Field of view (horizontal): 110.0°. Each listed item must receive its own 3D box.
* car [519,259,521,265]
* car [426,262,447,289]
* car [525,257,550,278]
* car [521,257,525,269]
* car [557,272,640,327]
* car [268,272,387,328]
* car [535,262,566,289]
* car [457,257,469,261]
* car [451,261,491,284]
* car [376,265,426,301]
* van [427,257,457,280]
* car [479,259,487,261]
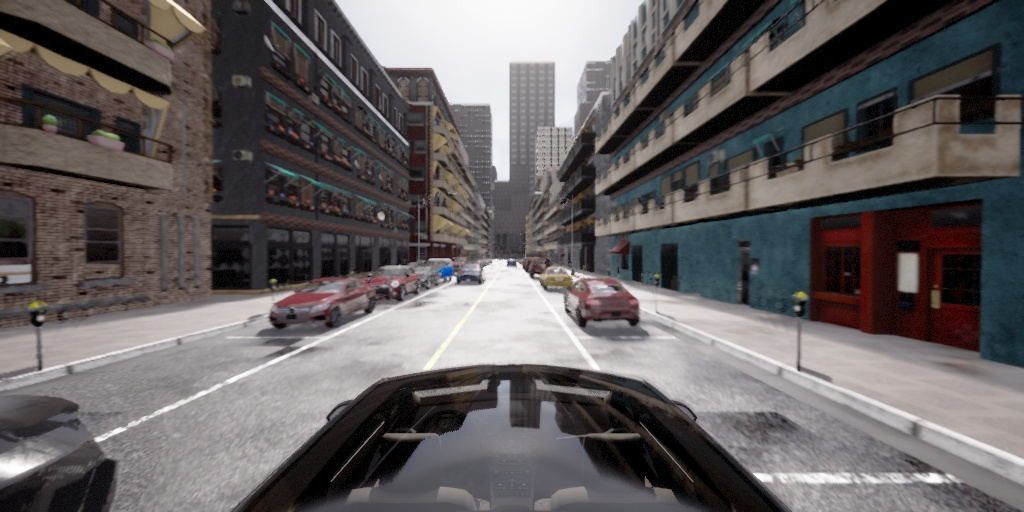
[{"bbox_3d":[2.661,1.066,56.106,2.192,1.841,5.009,0,0,0],"label":"car"},{"bbox_3d":[-5.670,1.301,22.518,2.007,1.370,4.403,0,0,0],"label":"car"},{"bbox_3d":[2.672,1.064,33.698,2.192,1.841,5.009,0,0,0],"label":"car"},{"bbox_3d":[2.666,1.065,44.902,2.192,1.841,5.009,0,0,0],"label":"car"},{"bbox_3d":[2.684,1.331,11.289,1.802,1.307,4.207,0,0,0],"label":"car"},{"bbox_3d":[-5.664,1.333,11.314,1.802,1.307,4.207,0,0,0],"label":"car"},{"bbox_3d":[2.678,1.275,22.664,1.751,1.417,4.829,0,0,0],"label":"car"},{"bbox_3d":[-5.702,1.066,39.324,2.192,1.841,5.009,0,0,0],"label":"car"},{"bbox_3d":[-3.014,1.297,27.321,2.033,1.411,5.357,0,0,0],"label":"car"},{"bbox_3d":[-5.667,1.190,16.916,1.967,1.591,4.097,0,0,0],"label":"car"},{"bbox_3d":[-5.673,1.091,28.120,1.690,1.789,3.998,0,0,0],"label":"van"},{"bbox_3d":[-5.723,1.335,61.732,1.802,1.307,4.207,0,0,0],"label":"car"}]
